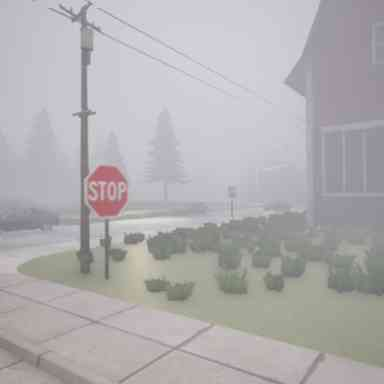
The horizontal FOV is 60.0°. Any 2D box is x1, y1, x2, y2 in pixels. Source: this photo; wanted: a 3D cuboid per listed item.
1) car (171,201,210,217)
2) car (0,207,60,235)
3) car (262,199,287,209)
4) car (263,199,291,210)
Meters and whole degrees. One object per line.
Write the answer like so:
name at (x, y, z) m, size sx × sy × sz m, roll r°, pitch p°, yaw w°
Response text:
car at (-0.097, 1.662, 32.601) m, size 1.837 × 1.490 × 4.892 m, roll -1°, pitch 0°, yaw 36°
car at (-10.092, 1.652, 19.068) m, size 2.128 × 1.511 × 4.902 m, roll -1°, pitch 0°, yaw 36°
car at (12.308, 1.761, 49.236) m, size 1.895 × 1.301 × 4.718 m, roll -1°, pitch 0°, yaw 36°
car at (10.455, 1.672, 40.668) m, size 2.033 × 1.411 × 5.357 m, roll -1°, pitch 0°, yaw 36°
